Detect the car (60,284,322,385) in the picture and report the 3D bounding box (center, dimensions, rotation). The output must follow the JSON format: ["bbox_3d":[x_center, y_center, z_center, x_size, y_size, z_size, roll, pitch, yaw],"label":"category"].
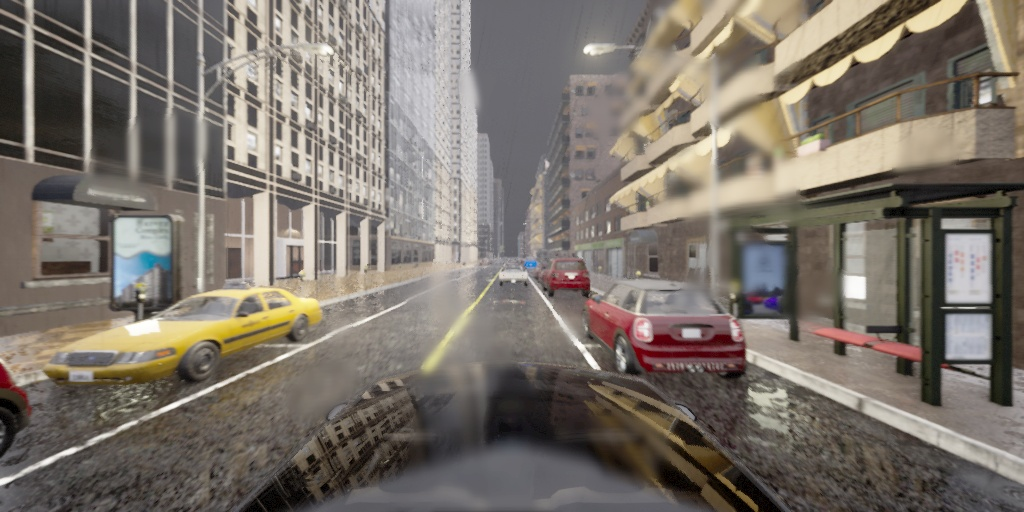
[{"bbox_3d":[-5.690,1.265,7.144,1.751,1.417,4.829,0,0,0],"label":"car"}]

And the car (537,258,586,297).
[{"bbox_3d":[2.691,1.033,18.611,2.192,1.841,5.009,0,0,0],"label":"car"}]

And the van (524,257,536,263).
[{"bbox_3d":[2.690,1.007,52.502,1.690,1.789,3.998,0,0,0],"label":"van"}]

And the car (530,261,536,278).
[{"bbox_3d":[2.690,1.280,29.908,1.802,1.307,4.207,0,0,0],"label":"car"}]

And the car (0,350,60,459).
[{"bbox_3d":[-5.691,1.190,1.666,1.967,1.591,4.097,0,0,0],"label":"car"}]

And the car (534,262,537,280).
[{"bbox_3d":[2.690,1.290,24.260,1.802,1.307,4.207,0,0,0],"label":"car"}]

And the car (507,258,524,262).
[{"bbox_3d":[0.099,1.164,47.680,2.128,1.511,4.902,0,0,0],"label":"car"}]

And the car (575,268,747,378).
[{"bbox_3d":[2.690,1.179,7.314,1.967,1.591,4.097,0,0,0],"label":"car"}]

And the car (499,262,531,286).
[{"bbox_3d":[0.101,1.307,25.035,1.895,1.301,4.718,0,0,0],"label":"car"}]
